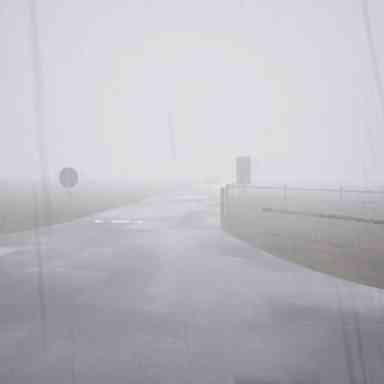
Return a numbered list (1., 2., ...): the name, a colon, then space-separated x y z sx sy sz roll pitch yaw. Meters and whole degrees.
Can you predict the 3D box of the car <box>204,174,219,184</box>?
1. car: 3.151 -2.184 53.957 2.097 1.767 4.553 0 4 9
